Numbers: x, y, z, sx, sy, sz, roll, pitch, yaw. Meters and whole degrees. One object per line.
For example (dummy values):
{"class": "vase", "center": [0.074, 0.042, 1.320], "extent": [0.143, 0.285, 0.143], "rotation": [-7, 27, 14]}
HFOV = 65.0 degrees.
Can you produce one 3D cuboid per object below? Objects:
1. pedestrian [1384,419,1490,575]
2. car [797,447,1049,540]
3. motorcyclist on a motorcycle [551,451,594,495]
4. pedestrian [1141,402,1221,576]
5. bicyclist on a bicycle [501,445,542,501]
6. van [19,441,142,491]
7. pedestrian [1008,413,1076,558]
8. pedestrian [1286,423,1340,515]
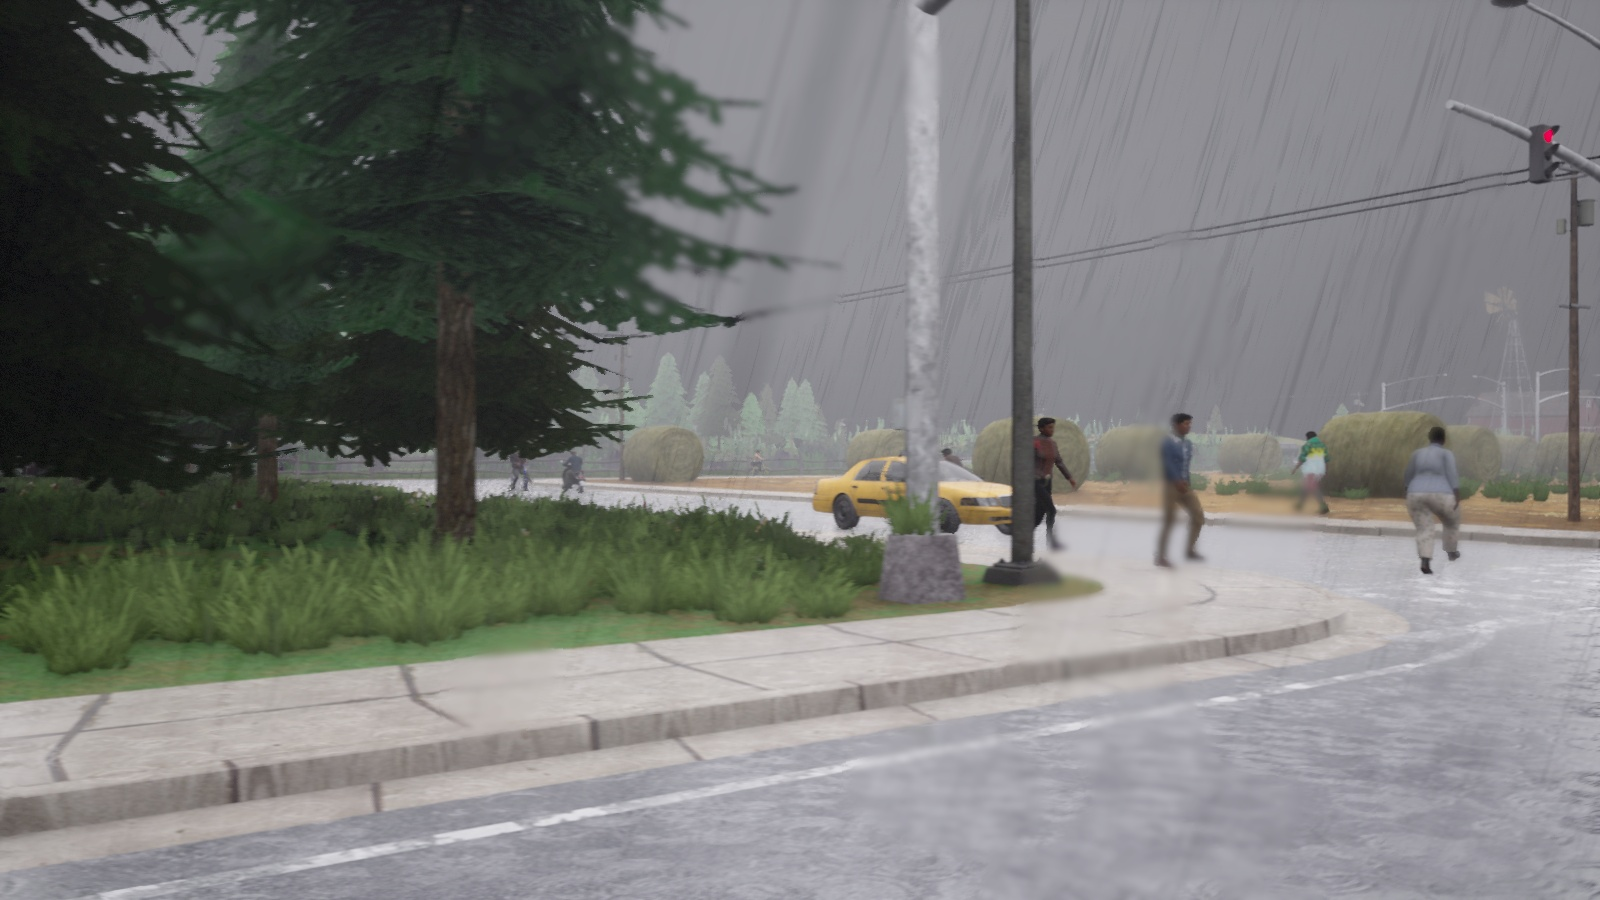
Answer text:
{"class": "pedestrian", "center": [7.927, 0.562, 15.624], "extent": [0.900, 1.855, 0.874], "rotation": [0, 0, -39]}
{"class": "car", "center": [2.178, 0.743, 24.021], "extent": [1.801, 1.575, 5.366], "rotation": [0, 0, -34]}
{"class": "motorcyclist on a motorcycle", "center": [-8.351, 0.828, 46.039], "extent": [0.866, 1.590, 1.817], "rotation": [0, 0, -34]}
{"class": "pedestrian", "center": [4.380, 0.436, 14.465], "extent": [0.423, 1.949, 0.788], "rotation": [0, 0, -31]}
{"class": "bicyclist on a bicycle", "center": [-9.069, 0.739, 40.820], "extent": [0.659, 1.776, 1.843], "rotation": [0, 0, -34]}
{"class": "van", "center": [-30.986, 0.653, 54.154], "extent": [4.480, 2.038, 2.069], "rotation": [-1, 0, -30]}
{"class": "pedestrian", "center": [3.086, 0.443, 16.067], "extent": [0.328, 1.805, 0.869], "rotation": [0, 0, -35]}
{"class": "pedestrian", "center": [11.120, 0.409, 27.233], "extent": [0.659, 1.952, 0.873], "rotation": [0, 0, -29]}
